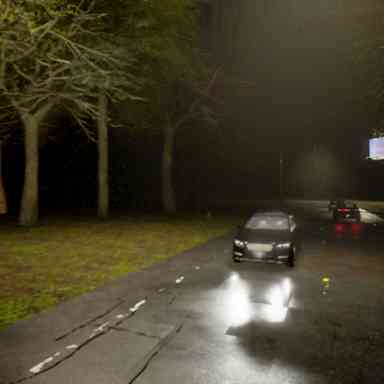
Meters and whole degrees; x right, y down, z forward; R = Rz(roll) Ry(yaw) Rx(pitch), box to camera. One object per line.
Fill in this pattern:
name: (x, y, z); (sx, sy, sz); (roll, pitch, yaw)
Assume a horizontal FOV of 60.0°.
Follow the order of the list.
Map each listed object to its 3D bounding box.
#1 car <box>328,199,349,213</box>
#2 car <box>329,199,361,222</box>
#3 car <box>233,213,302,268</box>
car: (16.919, 1.557, 38.707); (2.033, 1.411, 5.357); (0, 1, 21)
car: (12.483, 1.558, 27.006); (2.128, 1.511, 4.902); (0, 0, 21)
car: (2.780, 1.516, 11.681); (2.128, 1.511, 4.902); (0, 0, 21)
